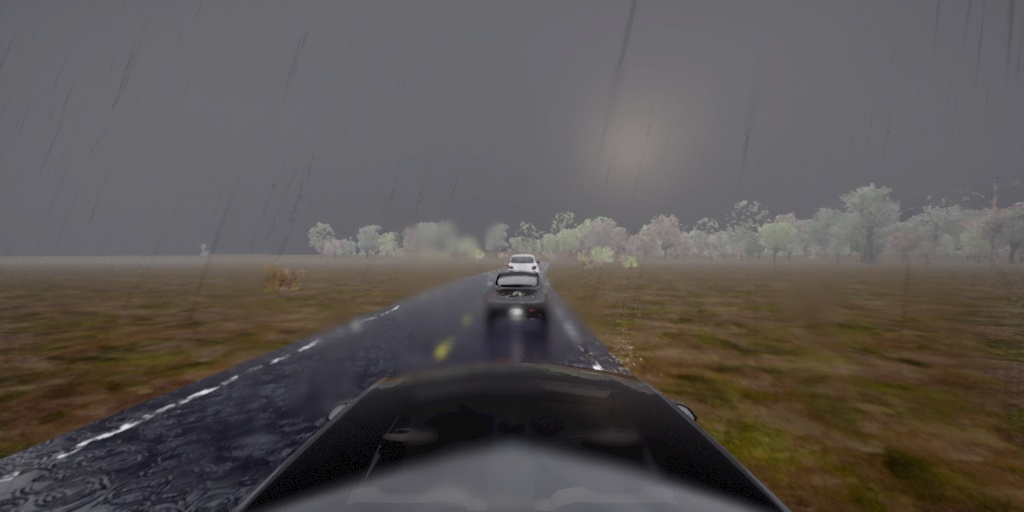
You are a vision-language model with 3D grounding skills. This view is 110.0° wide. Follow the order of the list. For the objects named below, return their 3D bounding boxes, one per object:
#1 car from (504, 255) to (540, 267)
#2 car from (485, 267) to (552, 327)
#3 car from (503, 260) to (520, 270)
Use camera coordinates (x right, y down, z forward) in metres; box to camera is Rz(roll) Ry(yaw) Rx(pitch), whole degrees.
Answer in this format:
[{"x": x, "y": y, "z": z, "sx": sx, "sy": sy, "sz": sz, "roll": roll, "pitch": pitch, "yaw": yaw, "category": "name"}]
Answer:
[{"x": 0.874, "y": 0.915, "z": 26.791, "sx": 2.150, "sy": 2.045, "sz": 5.566, "roll": 0, "pitch": 0, "yaw": 4, "category": "car"}, {"x": 0.217, "y": 1.229, "z": 11.541, "sx": 1.837, "sy": 1.490, "sz": 4.892, "roll": 0, "pitch": -1, "yaw": 2, "category": "car"}, {"x": 0.001, "y": 1.226, "z": 52.011, "sx": 1.895, "sy": 1.301, "sz": 4.718, "roll": 0, "pitch": 0, "yaw": 7, "category": "car"}]
